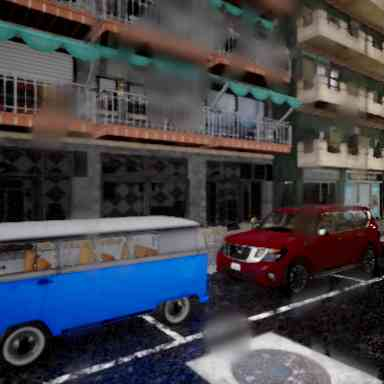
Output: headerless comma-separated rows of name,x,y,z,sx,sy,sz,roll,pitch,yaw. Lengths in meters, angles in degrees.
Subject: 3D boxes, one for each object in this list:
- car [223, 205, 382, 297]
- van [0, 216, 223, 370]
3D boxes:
car,3.000,1.292,8.697,5.009,1.841,2.192,0,0,-35
van,-1.609,1.335,5.411,3.998,1.788,1.690,0,0,-35
